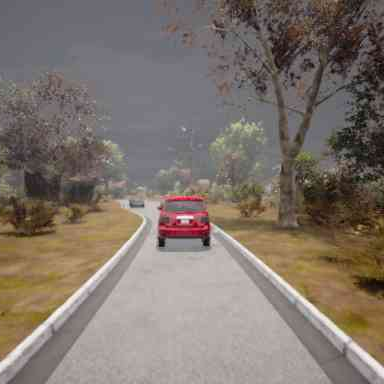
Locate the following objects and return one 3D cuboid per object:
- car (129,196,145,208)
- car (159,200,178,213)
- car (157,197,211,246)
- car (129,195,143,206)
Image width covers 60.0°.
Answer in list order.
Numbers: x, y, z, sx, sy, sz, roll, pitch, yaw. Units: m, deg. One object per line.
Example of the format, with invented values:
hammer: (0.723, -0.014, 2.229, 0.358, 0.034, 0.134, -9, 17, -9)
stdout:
car: (-7.894, 1.583, 48.453, 1.994, 1.385, 4.181, 0, 0, -12)
car: (-2.769, 1.617, 38.507, 1.895, 1.301, 4.718, 0, 0, -8)
car: (-0.428, 1.227, 15.418, 2.150, 2.045, 5.566, 0, 0, -3)
car: (-9.459, 1.373, 56.198, 2.097, 1.767, 4.553, 0, 0, -12)
